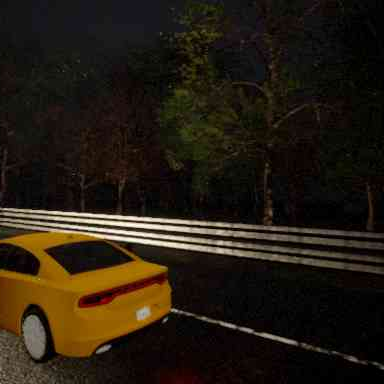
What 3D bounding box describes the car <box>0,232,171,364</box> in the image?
[{"bbox_3d":[-2.665,1.461,5.914,5.008,1.535,1.882,1,0,36],"label":"car"}]
